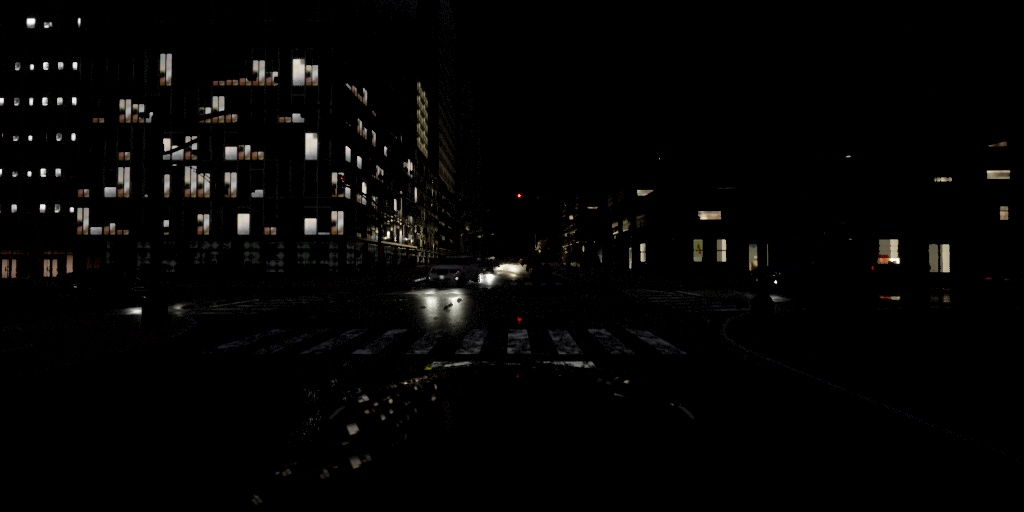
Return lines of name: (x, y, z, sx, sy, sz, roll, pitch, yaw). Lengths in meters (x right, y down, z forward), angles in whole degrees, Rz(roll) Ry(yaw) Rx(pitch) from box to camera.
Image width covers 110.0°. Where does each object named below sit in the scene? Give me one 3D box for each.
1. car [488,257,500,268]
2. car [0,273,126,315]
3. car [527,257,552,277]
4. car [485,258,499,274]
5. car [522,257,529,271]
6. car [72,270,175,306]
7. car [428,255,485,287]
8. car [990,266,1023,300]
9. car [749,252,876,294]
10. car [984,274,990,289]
car: (-2.934, 1.282, 58.640, 1.812, 1.442, 4.674, 0, 0, 0)
car: (-17.391, 1.413, 13.206, 4.207, 1.307, 1.802, 0, 0, 1)
car: (2.774, 1.194, 34.995, 1.967, 1.591, 4.097, 0, 0, 0)
car: (-2.999, 1.247, 41.668, 2.128, 1.511, 4.902, 0, 0, 0)
car: (2.802, 1.070, 46.343, 2.192, 1.841, 5.009, 0, 0, 0)
car: (-17.858, 1.359, 15.819, 5.008, 1.535, 1.882, -1, -1, 1)
car: (-3.853, 0.977, 25.168, 2.150, 2.045, 5.566, 0, 0, 11)
car: (20.717, 0.994, 12.746, 4.829, 1.417, 1.751, 0, 0, 1)
car: (15.504, 0.842, 18.643, 5.566, 2.045, 2.150, -1, -1, -1)
car: (23.687, 1.033, 15.328, 5.357, 1.411, 2.033, -1, -1, 1)
